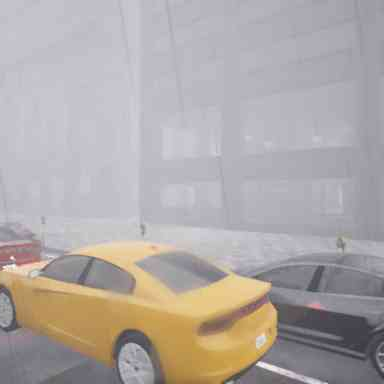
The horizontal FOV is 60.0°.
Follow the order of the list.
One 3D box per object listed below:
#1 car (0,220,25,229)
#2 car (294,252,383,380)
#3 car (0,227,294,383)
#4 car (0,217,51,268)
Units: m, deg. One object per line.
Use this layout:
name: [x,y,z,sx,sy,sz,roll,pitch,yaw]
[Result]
car: [-6.015,1.532,8.858,5.008,1.535,1.882,0,-1,37]
car: [1.921,1.631,5.271,4.313,1.339,1.947,0,-1,37]
car: [-1.225,1.526,5.232,5.008,1.535,1.882,0,-1,36]
car: [-7.077,1.660,11.971,4.206,1.307,1.802,0,-1,37]
